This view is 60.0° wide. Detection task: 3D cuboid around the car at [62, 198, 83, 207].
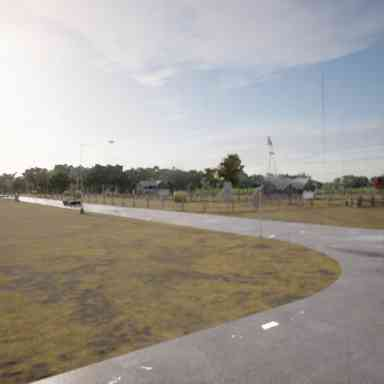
[{"bbox_3d":[-18.107,1.516,50.353,1.895,1.301,4.718,-2,1,-35],"label":"car"}]
